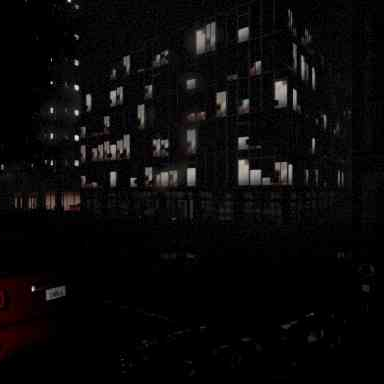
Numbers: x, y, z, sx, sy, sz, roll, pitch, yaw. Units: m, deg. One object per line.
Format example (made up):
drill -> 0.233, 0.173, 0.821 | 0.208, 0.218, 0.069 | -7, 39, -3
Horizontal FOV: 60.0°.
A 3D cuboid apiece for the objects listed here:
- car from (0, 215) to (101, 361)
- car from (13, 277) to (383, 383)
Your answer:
car -> -3.607, 1.315, 5.452 | 5.009, 1.841, 2.192 | 0, 0, 36
car -> 0.889, 1.566, 2.243 | 4.313, 1.339, 1.947 | 0, 0, 36
